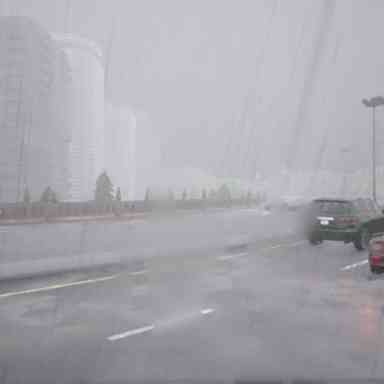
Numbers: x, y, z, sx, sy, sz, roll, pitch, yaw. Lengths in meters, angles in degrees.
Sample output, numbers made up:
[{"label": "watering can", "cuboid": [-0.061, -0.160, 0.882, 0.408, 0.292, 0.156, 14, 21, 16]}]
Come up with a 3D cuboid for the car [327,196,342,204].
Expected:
[{"label": "car", "cuboid": [28.582, 1.610, 66.922, 1.882, 1.535, 5.008, 0, 0, 13]}]

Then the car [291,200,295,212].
[{"label": "car", "cuboid": [10.792, 1.629, 29.564, 1.994, 1.385, 4.181, 0, 0, 38]}]

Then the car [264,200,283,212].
[{"label": "car", "cuboid": [10.639, 1.649, 41.463, 2.033, 1.411, 5.357, 0, 0, 32]}]

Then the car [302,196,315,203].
[{"label": "car", "cuboid": [26.582, 1.688, 75.869, 1.812, 1.442, 4.674, 0, 0, 7]}]

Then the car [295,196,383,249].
[{"label": "car", "cuboid": [6.983, 1.250, 14.516, 5.566, 2.045, 2.150, 0, 0, -44]}]

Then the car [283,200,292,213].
[{"label": "car", "cuboid": [12.337, 1.564, 37.686, 1.882, 1.535, 5.008, 0, 0, 33]}]

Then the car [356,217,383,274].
[{"label": "car", "cuboid": [6.642, 1.540, 9.477, 4.674, 1.442, 1.812, 0, 0, -42]}]
